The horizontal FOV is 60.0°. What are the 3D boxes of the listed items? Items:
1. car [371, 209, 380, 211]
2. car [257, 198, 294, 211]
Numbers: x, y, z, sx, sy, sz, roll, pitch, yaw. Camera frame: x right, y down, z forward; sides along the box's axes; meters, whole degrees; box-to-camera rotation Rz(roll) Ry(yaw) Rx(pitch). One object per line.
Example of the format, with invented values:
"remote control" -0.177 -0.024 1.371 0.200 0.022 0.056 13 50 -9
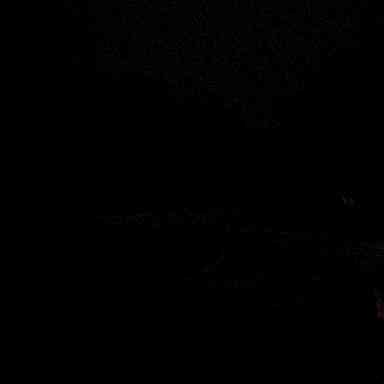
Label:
"car" 45.374 5.286 81.971 2.150 2.045 5.566 0 -7 32
"car" 10.773 1.543 43.216 4.553 1.767 2.097 0 0 -2
